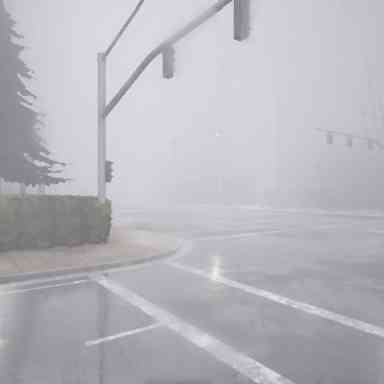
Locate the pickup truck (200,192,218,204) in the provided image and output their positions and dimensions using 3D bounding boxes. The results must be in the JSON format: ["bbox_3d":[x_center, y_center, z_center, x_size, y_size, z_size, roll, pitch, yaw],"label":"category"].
[{"bbox_3d":[2.935,1.086,59.443,2.390,2.098,6.274,0,0,-6],"label":"pickup truck"}]
